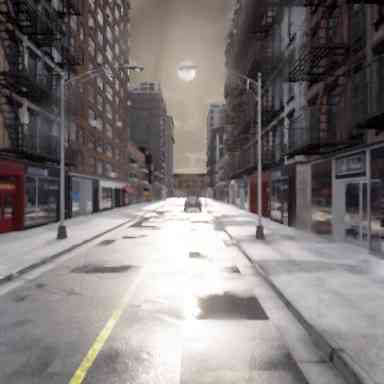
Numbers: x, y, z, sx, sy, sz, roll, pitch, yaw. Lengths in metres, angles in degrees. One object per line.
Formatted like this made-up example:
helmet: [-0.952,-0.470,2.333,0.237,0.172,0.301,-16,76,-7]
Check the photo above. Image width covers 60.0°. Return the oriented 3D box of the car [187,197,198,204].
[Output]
car: [0.094,1.628,64.051,1.895,1.301,4.718,0,0,0]

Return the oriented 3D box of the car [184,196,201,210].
car: [0.096,1.346,42.070,2.097,1.767,4.553,0,0,0]
